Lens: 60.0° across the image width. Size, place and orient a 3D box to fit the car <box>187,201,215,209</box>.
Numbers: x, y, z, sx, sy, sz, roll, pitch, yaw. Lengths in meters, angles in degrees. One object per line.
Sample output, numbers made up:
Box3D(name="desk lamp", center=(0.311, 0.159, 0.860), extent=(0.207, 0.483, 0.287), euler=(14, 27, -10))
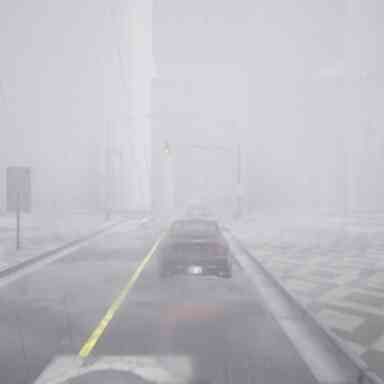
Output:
Box3D(name="car", center=(0.729, 1.469, 26.325), extent=(2.128, 1.511, 4.902), euler=(0, 0, 10))

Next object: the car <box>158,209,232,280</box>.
Box3D(name="car", center=(0.079, 1.499, 9.923), extent=(1.837, 1.490, 4.892), euler=(0, 0, 0))
